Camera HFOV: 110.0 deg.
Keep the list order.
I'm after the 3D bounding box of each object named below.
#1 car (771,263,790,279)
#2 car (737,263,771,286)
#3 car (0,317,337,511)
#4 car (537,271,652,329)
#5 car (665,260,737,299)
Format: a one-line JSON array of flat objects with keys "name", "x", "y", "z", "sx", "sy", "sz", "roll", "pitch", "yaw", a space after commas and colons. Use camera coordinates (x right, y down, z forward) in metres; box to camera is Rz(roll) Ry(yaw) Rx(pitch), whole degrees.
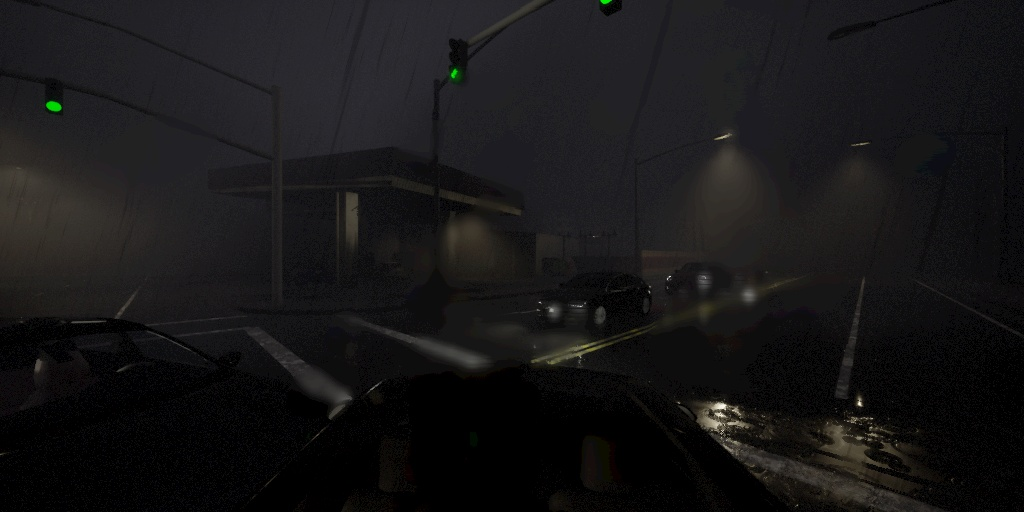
[{"name": "car", "x": 23.622, "y": 1.314, "z": 32.427, "sx": 4.181, "sy": 1.385, "sz": 1.994, "roll": 0, "pitch": 0, "yaw": -45}, {"name": "car", "x": 16.523, "y": 1.314, "z": 25.339, "sx": 1.994, "sy": 1.385, "sz": 4.181, "roll": 0, "pitch": 0, "yaw": 44}, {"name": "car", "x": -3.433, "y": 1.242, "z": 2.467, "sx": 4.902, "sy": 1.511, "sz": 2.128, "roll": 0, "pitch": 0, "yaw": 15}, {"name": "car", "x": 2.825, "y": 1.255, "z": 11.516, "sx": 1.837, "sy": 1.490, "sz": 4.892, "roll": 0, "pitch": 0, "yaw": 44}, {"name": "car", "x": 9.630, "y": 1.102, "z": 18.395, "sx": 2.097, "sy": 1.767, "sz": 4.553, "roll": 0, "pitch": 0, "yaw": 45}]
